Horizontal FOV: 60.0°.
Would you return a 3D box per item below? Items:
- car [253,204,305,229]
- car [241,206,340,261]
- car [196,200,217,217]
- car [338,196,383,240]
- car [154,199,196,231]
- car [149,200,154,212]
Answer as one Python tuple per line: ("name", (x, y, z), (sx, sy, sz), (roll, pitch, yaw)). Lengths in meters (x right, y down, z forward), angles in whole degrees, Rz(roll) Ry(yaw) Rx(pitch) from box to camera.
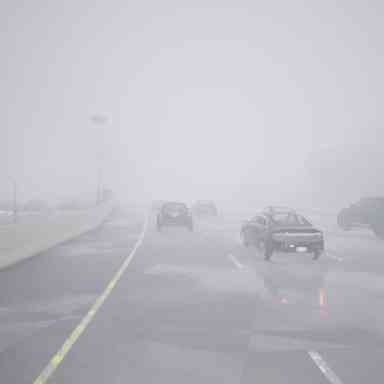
("car", (5.712, 1.590, 22.559), (1.895, 1.301, 4.718), (0, 0, -6))
("car", (3.099, 1.486, 12.251), (2.128, 1.511, 4.902), (0, 0, -3))
("car", (1.041, 1.491, 30.853), (2.128, 1.511, 4.902), (0, 0, -9))
("car", (9.760, 1.202, 17.158), (2.150, 2.045, 5.566), (0, 0, -5))
("car", (-1.183, 1.355, 20.955), (2.097, 1.767, 4.553), (0, 0, -6))
("car", (-3.970, 1.557, 39.221), (2.033, 1.411, 5.357), (0, 0, -12))
